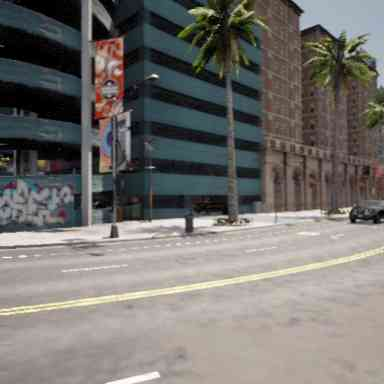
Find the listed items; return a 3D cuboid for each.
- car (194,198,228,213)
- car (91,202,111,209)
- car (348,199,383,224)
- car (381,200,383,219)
[{"bbox_3d":[2.772,1.844,46.390,5.566,2.045,2.435,1,-1,-45],"label":"car"},{"bbox_3d":[-18.761,2.726,67.411,4.786,1.482,2.161,1,-1,-45],"label":"car"},{"bbox_3d":[15.726,1.653,29.198,5.566,2.045,2.150,1,-2,-45],"label":"car"},{"bbox_3d":[10.108,1.415,13.798,5.566,2.045,2.150,1,-1,-42],"label":"car"}]
